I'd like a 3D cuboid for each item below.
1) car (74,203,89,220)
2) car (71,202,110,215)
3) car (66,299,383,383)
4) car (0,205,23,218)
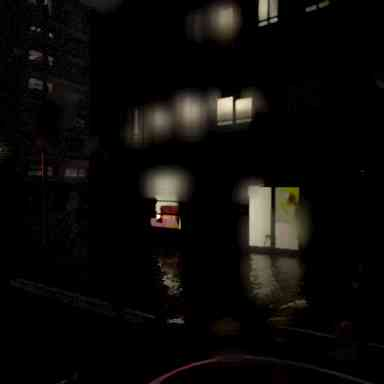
[{"bbox_3d":[-9.310,2.076,32.885,1.947,1.339,4.313,0,-1,36],"label":"car"},{"bbox_3d":[-12.784,2.040,42.311,1.887,1.381,4.507,0,-1,36],"label":"car"},{"bbox_3d":[0.850,1.556,2.413,4.403,1.369,2.008,-1,1,36],"label":"car"},{"bbox_3d":[-19.335,1.956,33.392,2.008,1.369,4.403,0,-1,36],"label":"car"}]
